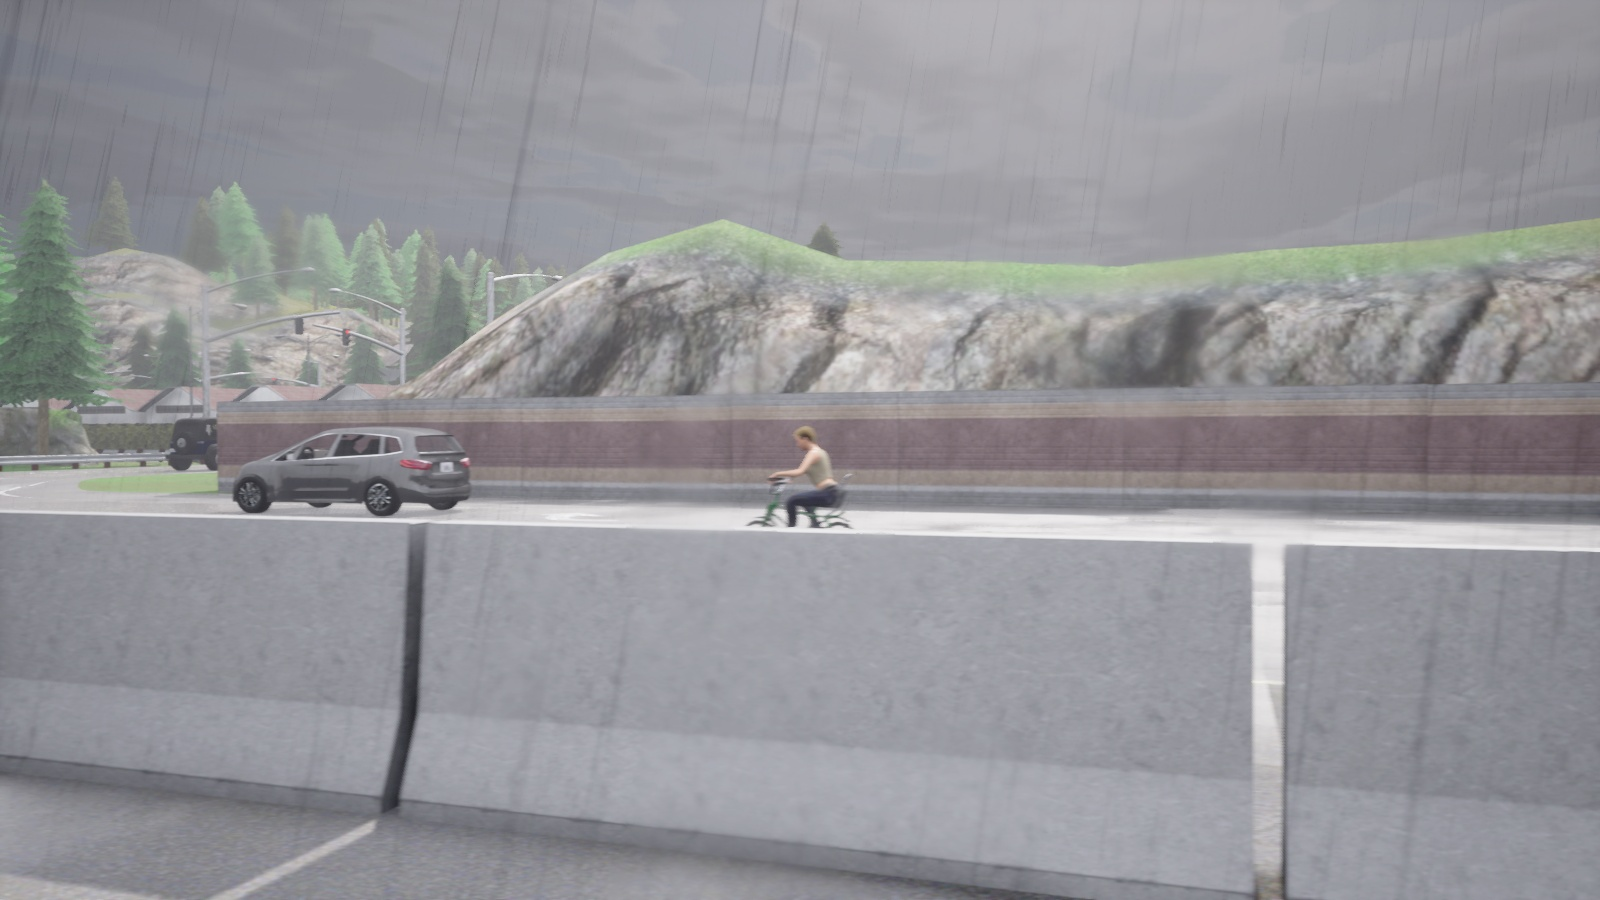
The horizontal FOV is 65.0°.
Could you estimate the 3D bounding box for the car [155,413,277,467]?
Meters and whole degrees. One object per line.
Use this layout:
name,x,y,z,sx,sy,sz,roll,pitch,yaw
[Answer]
car,-21.210,-0.387,45.789,1.905,1.878,3.866,1,1,18

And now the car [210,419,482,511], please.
car,-8.873,0.243,24.642,4.611,1.667,2.242,1,1,18

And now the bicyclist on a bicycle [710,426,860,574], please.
bicyclist on a bicycle,-0.163,0.533,14.324,1.509,1.612,0.866,1,1,19
